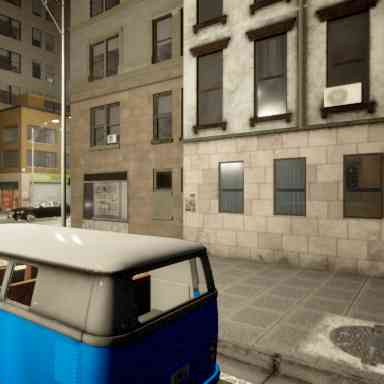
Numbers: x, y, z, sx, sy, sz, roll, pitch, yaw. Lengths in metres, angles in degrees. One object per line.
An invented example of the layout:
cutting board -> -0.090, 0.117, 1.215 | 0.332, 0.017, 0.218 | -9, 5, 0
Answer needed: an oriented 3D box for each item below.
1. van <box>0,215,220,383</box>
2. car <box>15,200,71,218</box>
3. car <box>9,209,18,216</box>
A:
van -> -1.621, 1.341, 3.928 | 3.998, 1.788, 1.690 | 0, 0, 35
car -> -11.446, 1.418, 25.579 | 2.128, 1.511, 4.902 | 0, 0, 35
car -> -6.157, 1.315, 7.059 | 5.009, 1.841, 2.192 | 0, 0, 35
